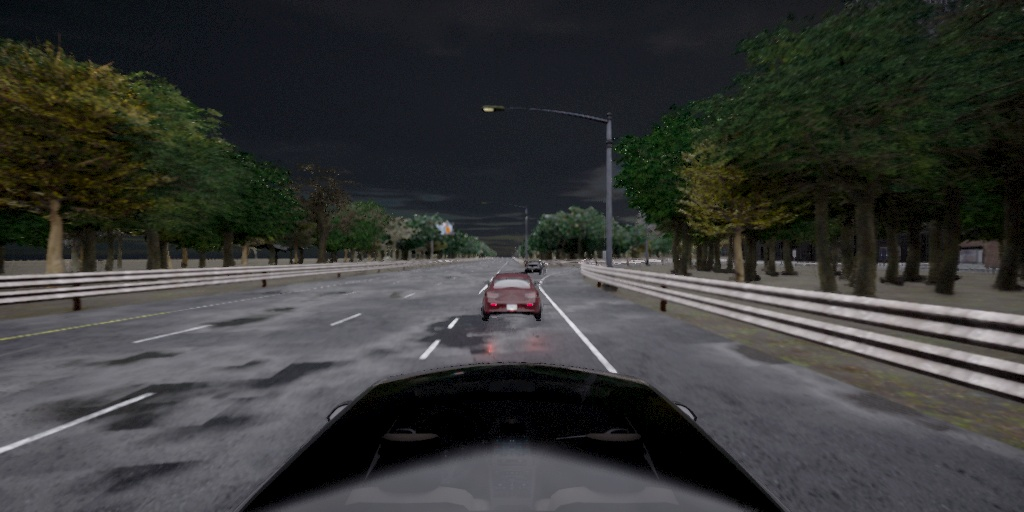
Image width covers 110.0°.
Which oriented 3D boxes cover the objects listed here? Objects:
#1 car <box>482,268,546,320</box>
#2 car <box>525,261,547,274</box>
[{"bbox_3d":[-0.001,1.296,12.507,1.812,1.442,4.674,0,0,0],"label":"car"},{"bbox_3d":[2.697,1.305,39.549,1.837,1.490,4.892,-1,-1,14],"label":"car"}]
